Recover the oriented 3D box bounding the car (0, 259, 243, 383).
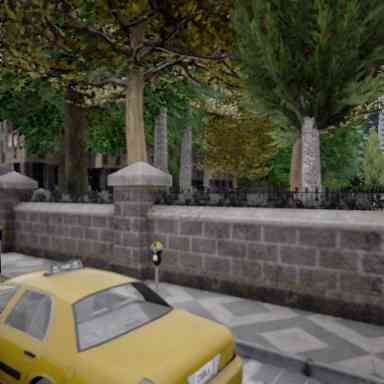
[{"bbox_3d":[-1.774,1.547,4.222,4.829,1.417,1.752,0,0,35],"label":"car"}]
